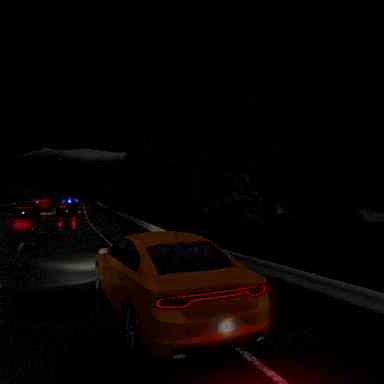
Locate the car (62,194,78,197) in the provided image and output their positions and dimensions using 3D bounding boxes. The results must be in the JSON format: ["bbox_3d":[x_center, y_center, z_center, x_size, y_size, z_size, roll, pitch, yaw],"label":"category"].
[{"bbox_3d":[-15.167,1.221,41.484,2.150,2.045,5.566,0,0,-18],"label":"car"}]

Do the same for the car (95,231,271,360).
[{"bbox_3d":[-0.602,1.478,6.287,1.882,1.535,5.008,0,0,-24],"label":"car"}]

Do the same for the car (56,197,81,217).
[{"bbox_3d":[-11.781,1.491,31.566,2.128,1.511,4.902,0,0,-19],"label":"car"}]

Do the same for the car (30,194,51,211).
[{"bbox_3d":[-18.338,1.221,40.103,2.150,2.045,5.566,0,0,-19],"label":"car"}]

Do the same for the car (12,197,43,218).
[{"bbox_3d":[-14.962,1.504,30.189,1.837,1.490,4.892,0,0,-19],"label":"car"}]
